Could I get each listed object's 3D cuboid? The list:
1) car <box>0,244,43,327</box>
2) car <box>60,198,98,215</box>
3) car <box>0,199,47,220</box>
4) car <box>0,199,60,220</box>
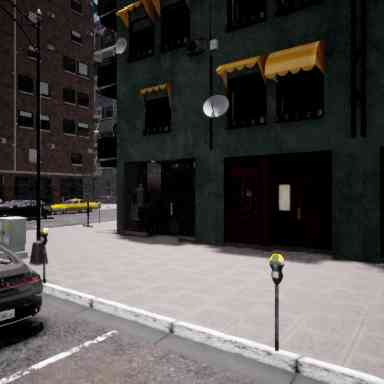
[{"bbox_3d":[-4.472,1.551,6.082,4.403,1.369,2.008,0,0,36],"label":"car"},{"bbox_3d":[-10.887,1.250,30.533,1.752,1.417,4.829,1,1,35],"label":"car"},{"bbox_3d":[-13.987,1.350,26.115,2.008,1.369,4.403,1,1,35],"label":"car"},{"bbox_3d":[-12.417,1.305,23.743,2.128,1.511,4.902,0,1,33],"label":"car"}]
